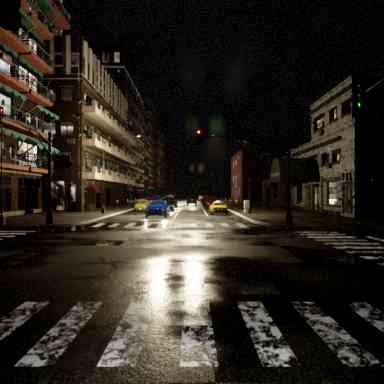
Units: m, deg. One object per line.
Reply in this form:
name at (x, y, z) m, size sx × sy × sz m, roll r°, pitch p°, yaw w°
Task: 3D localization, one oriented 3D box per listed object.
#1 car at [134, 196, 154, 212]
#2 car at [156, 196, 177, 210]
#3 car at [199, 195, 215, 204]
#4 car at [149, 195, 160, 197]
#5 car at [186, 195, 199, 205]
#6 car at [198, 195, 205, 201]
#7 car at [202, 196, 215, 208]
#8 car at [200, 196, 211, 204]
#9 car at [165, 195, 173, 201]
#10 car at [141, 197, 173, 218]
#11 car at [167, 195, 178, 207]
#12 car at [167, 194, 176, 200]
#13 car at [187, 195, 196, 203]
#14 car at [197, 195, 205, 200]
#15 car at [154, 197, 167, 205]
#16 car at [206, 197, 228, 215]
car at (-5.725, 1.547, 39.212) m, size 1.752 × 1.417 × 4.829 m, roll 0°, pitch 0°, yaw 0°
car at (-3.119, 1.548, 39.990) m, size 1.812 × 1.442 × 4.674 m, roll 0°, pitch 0°, yaw 0°
car at (2.646, 1.349, 50.470) m, size 2.192 × 1.841 × 5.009 m, roll 0°, pitch 0°, yaw 0°
car at (-5.734, 1.349, 50.461) m, size 2.192 × 1.841 × 5.009 m, roll 0°, pitch 0°, yaw 0°
car at (-0.056, 1.595, 60.238) m, size 2.033 × 1.411 × 5.357 m, roll 0°, pitch 0°, yaw 0°
car at (2.608, 1.628, 89.414) m, size 1.752 × 1.417 × 4.829 m, roll 0°, pitch 0°, yaw 0°
car at (2.651, 1.609, 44.930) m, size 1.802 × 1.307 × 4.206 m, roll 0°, pitch 0°, yaw 0°
car at (2.630, 1.609, 67.087) m, size 2.008 × 1.369 × 4.403 m, roll 0°, pitch 0°, yaw 0°
car at (-5.767, 1.530, 83.696) m, size 1.967 × 1.590 × 4.097 m, roll 0°, pitch 0°, yaw 0°
car at (-3.128, 1.492, 30.712) m, size 1.882 × 1.535 × 5.008 m, roll 0°, pitch 0°, yaw 0°
car at (-3.122, 1.538, 50.059) m, size 1.837 × 1.490 × 4.892 m, roll 0°, pitch 0°, yaw 0°
car at (-5.777, 1.430, 94.775) m, size 2.192 × 1.841 × 5.009 m, roll 0°, pitch 0°, yaw 0°
car at (-0.066, 1.432, 70.658) m, size 1.882 × 1.535 × 5.008 m, roll 0°, pitch 0°, yaw 0°
car at (2.603, 1.666, 94.783) m, size 2.008 × 1.369 × 4.403 m, roll 0°, pitch 0°, yaw 0°
car at (-5.746, 1.600, 61.539) m, size 2.008 × 1.369 × 4.403 m, roll 0°, pitch 0°, yaw 0°
car at (2.661, 1.543, 34.022) m, size 1.752 × 1.417 × 4.829 m, roll 0°, pitch 0°, yaw 0°
